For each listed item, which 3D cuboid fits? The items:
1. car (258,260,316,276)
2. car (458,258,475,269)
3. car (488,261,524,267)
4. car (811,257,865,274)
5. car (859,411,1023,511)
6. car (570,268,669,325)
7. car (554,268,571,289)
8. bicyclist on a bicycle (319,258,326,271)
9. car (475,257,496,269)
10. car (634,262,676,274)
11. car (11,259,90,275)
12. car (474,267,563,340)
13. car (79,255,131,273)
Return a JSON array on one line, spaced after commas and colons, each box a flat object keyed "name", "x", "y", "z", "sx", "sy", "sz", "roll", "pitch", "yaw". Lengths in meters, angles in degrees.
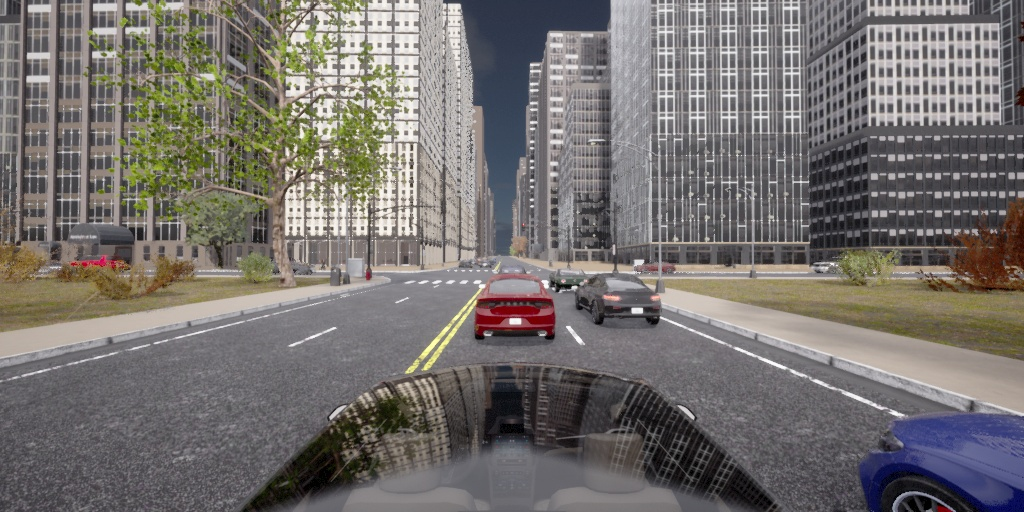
[{"name": "car", "x": -21.138, "y": 1.143, "z": 33.820, "sx": 4.902, "sy": 1.511, "sz": 2.128, "roll": 0, "pitch": -1, "yaw": 1}, {"name": "car", "x": -7.445, "y": 1.294, "z": 57.428, "sx": 1.994, "sy": 1.385, "sz": 4.181, "roll": 0, "pitch": 0, "yaw": -1}, {"name": "car", "x": 0.006, "y": 1.243, "z": 19.536, "sx": 2.128, "sy": 1.511, "sz": 4.902, "roll": 0, "pitch": 0, "yaw": 0}, {"name": "car", "x": 38.338, "y": 1.090, "z": 41.884, "sx": 5.566, "sy": 2.045, "sz": 2.150, "roll": 0, "pitch": -1, "yaw": 1}, {"name": "car", "x": 3.350, "y": 1.276, "z": 0.505, "sx": 1.812, "sy": 1.442, "sz": 4.674, "roll": 0, "pitch": 0, "yaw": -1}, {"name": "car", "x": 3.294, "y": 1.277, "z": 11.756, "sx": 1.812, "sy": 1.442, "sz": 4.674, "roll": 0, "pitch": 0, "yaw": 0}, {"name": "car", "x": 3.250, "y": 1.352, "z": 20.914, "sx": 1.895, "sy": 1.301, "sz": 4.718, "roll": 0, "pitch": 0, "yaw": 0}, {"name": "bicyclist on a bicycle", "x": -25.404, "y": 1.149, "z": 48.039, "sx": 0.582, "sy": 1.620, "sz": 1.656, "roll": 0, "pitch": -1, "yaw": 1}, {"name": "car", "x": -4.191, "y": 1.221, "z": 57.371, "sx": 2.128, "sy": 1.511, "sz": 4.902, "roll": 0, "pitch": 0, "yaw": -1}, {"name": "car", "x": 16.871, "y": 1.370, "z": 42.350, "sx": 4.674, "sy": 1.442, "sz": 1.812, "roll": 0, "pitch": -1, "yaw": 1}, {"name": "car", "x": -44.226, "y": 1.220, "z": 34.407, "sx": 4.718, "sy": 1.301, "sz": 1.895, "roll": 0, "pitch": -1, "yaw": 2}, {"name": "car", "x": 0.058, "y": 1.229, "z": 10.032, "sx": 1.882, "sy": 1.535, "sz": 5.008, "roll": 0, "pitch": 0, "yaw": 0}, {"name": "car", "x": -47.900, "y": 0.931, "z": 41.125, "sx": 5.566, "sy": 2.045, "sz": 2.150, "roll": 0, "pitch": -1, "yaw": 2}]
